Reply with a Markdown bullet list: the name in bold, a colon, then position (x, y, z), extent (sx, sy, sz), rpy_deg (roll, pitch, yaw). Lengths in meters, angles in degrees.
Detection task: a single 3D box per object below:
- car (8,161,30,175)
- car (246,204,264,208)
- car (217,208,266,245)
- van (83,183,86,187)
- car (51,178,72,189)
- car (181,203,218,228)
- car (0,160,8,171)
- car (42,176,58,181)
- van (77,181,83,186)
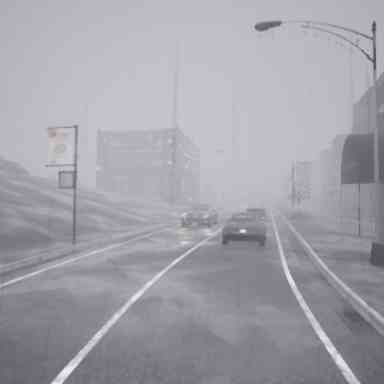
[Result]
- **car**: position (-22.977, -2.730, 42.531), extent (2.435, 2.045, 5.566), rpy_deg (0, -3, 2)
- **car**: position (6.523, 1.980, 33.914), extent (1.882, 1.535, 5.008), rpy_deg (0, -1, 13)
- **car**: position (2.633, 1.699, 16.425), extent (1.994, 1.385, 4.181), rpy_deg (0, -1, 12)
- **van**: position (-23.814, -1.037, 70.259), extent (1.878, 1.987, 4.442), rpy_deg (1, -4, -4)
- **car**: position (-23.168, -1.509, 59.075), extent (2.002, 1.452, 4.674), rpy_deg (1, -4, -2)
- **car**: position (0.630, 1.630, 24.625), extent (2.097, 1.767, 4.553), rpy_deg (0, -1, 13)
- **car**: position (-23.162, -2.875, 36.924), extent (2.185, 1.767, 4.553), rpy_deg (0, -3, 3)
- **car**: position (-22.999, -1.841, 53.545), extent (2.002, 1.452, 4.674), rpy_deg (0, -3, -1)
- **van**: position (-23.423, -1.412, 64.747), extent (1.878, 1.987, 4.442), rpy_deg (1, -4, -3)
